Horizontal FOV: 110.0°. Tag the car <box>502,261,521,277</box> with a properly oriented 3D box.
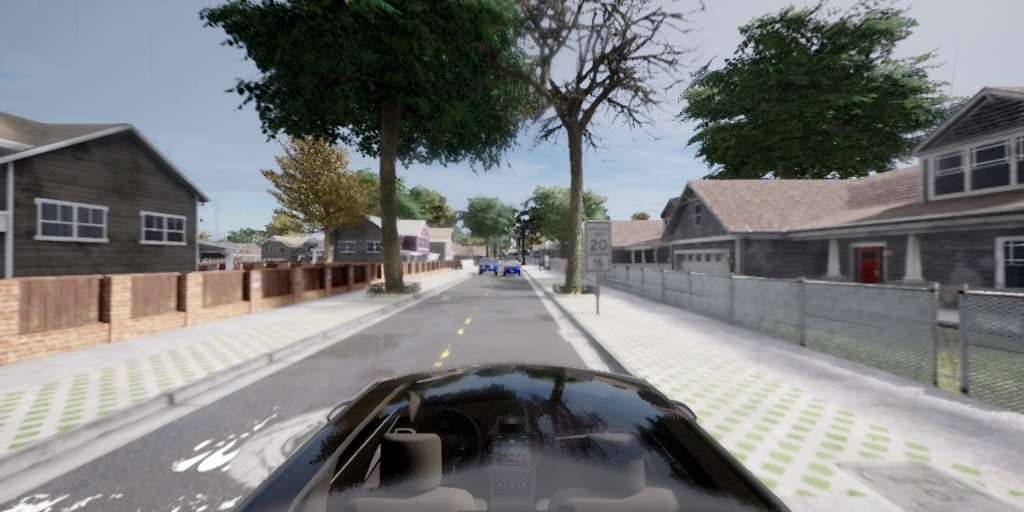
[{"bbox_3d":[-0.010,1.400,38.894,1.882,1.535,5.008,0,0,0],"label":"car"}]

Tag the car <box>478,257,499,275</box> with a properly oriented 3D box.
[{"bbox_3d":[-2.761,1.163,43.034,2.150,2.045,5.566,0,0,0],"label":"car"}]
